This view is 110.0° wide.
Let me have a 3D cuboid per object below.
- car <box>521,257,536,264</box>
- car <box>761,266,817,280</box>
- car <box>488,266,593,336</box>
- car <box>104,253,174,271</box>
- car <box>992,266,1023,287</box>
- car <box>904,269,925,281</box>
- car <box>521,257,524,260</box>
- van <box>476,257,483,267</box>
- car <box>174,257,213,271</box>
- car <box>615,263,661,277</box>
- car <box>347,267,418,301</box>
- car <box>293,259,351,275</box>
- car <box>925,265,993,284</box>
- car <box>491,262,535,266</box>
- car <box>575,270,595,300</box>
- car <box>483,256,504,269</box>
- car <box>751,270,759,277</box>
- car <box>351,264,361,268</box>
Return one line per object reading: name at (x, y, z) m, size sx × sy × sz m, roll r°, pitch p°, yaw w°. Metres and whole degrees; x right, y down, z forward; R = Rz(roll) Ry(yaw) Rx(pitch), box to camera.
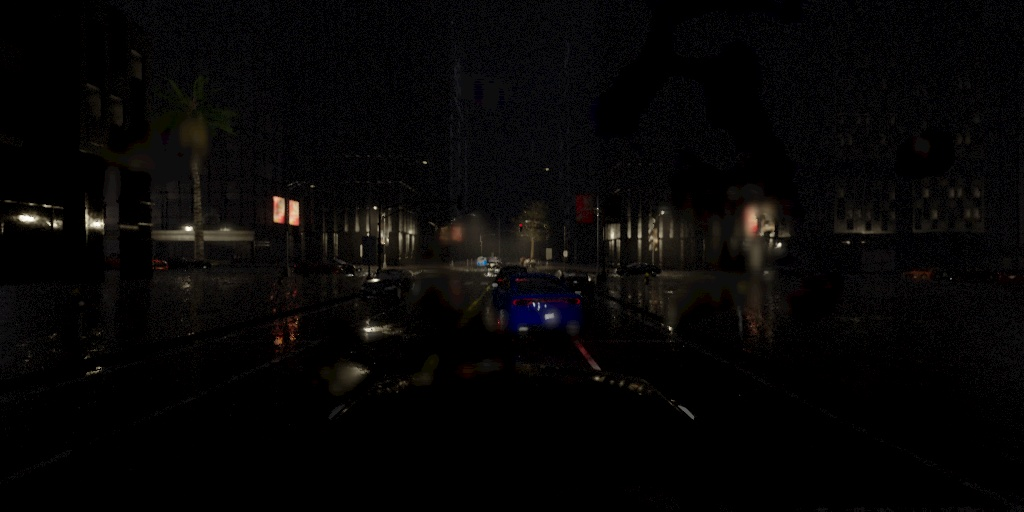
car at (2.976, 1.302, 59.326) m, size 2.007 × 1.370 × 4.403 m, roll 0°, pitch 0°, yaw 1°
car at (30.439, 1.834, 39.200) m, size 4.902 × 1.511 × 2.128 m, roll 1°, pitch 0°, yaw 0°
car at (0.503, 1.226, 10.574) m, size 1.882 × 1.535 × 5.008 m, roll 0°, pitch 0°, yaw -8°
car at (-34.340, 0.512, 32.745) m, size 4.553 × 1.767 × 2.097 m, roll 1°, pitch 0°, yaw 0°
car at (47.350, 2.006, 32.447) m, size 4.553 × 1.767 × 2.097 m, roll 1°, pitch 0°, yaw 0°
car at (49.321, 2.229, 42.288) m, size 5.008 × 1.535 × 1.882 m, roll 1°, pitch 0°, yaw 0°
car at (3.030, 1.278, 65.009) m, size 1.751 × 1.417 × 4.829 m, roll 0°, pitch 0°, yaw 1°
van at (-5.496, 1.093, 64.918) m, size 1.690 × 1.789 × 3.998 m, roll 0°, pitch 0°, yaw 1°
car at (-33.044, 0.788, 35.987) m, size 4.718 × 1.301 × 1.895 m, roll 1°, pitch 0°, yaw 0°
car at (13.760, 1.519, 39.249) m, size 4.902 × 1.511 × 2.128 m, roll 1°, pitch 0°, yaw -1°
car at (-5.756, 1.298, 17.151) m, size 2.007 × 1.370 × 4.403 m, roll 0°, pitch 0°, yaw 0°
car at (-17.494, 1.017, 32.678) m, size 4.181 × 1.385 × 1.994 m, roll 1°, pitch 0°, yaw 0°
car at (49.281, 2.031, 39.038) m, size 5.566 × 2.045 × 2.150 m, roll 1°, pitch 0°, yaw 0°
car at (0.075, 1.252, 18.352) m, size 1.837 × 1.490 × 4.892 m, roll 0°, pitch 0°, yaw 0°
car at (2.769, 1.298, 17.144) m, size 2.007 × 1.370 × 4.403 m, roll 0°, pitch 0°, yaw 0°
car at (-2.885, 1.242, 56.514) m, size 2.128 × 1.511 × 4.902 m, roll 0°, pitch 0°, yaw 2°
car at (30.978, 1.884, 42.449) m, size 4.674 × 1.442 × 1.812 m, roll 1°, pitch 0°, yaw 0°
car at (-17.971, 0.998, 35.929) m, size 5.357 × 1.411 × 2.033 m, roll 1°, pitch 0°, yaw 0°
